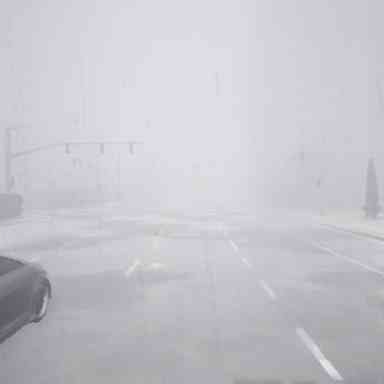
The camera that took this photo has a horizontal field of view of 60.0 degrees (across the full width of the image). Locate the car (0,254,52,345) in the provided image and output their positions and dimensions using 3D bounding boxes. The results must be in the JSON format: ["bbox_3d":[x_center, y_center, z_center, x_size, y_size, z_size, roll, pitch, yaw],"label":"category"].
[{"bbox_3d":[-3.577,1.562,4.435,1.994,1.385,4.181,0,0,0],"label":"car"}]
